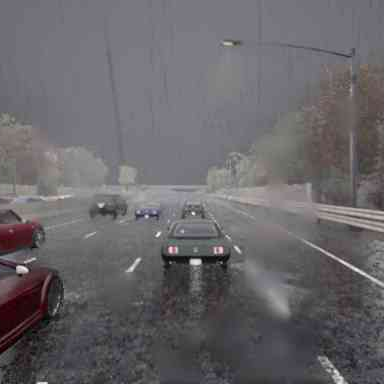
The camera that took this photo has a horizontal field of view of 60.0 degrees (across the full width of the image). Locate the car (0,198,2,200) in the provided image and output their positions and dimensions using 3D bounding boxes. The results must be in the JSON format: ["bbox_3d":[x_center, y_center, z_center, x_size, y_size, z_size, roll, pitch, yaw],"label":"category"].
[{"bbox_3d":[-24.561,1.442,41.598,1.812,1.442,4.674,0,0,0],"label":"car"}]

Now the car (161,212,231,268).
[{"bbox_3d":[0.106,1.573,11.093,1.895,1.301,4.718,0,0,0],"label":"car"}]

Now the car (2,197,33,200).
[{"bbox_3d":[-21.062,1.394,41.582,1.882,1.535,5.008,0,0,0],"label":"car"}]

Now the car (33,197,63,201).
[{"bbox_3d":[-17.567,1.394,41.735,1.882,1.535,5.008,0,0,0],"label":"car"}]

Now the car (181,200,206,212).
[{"bbox_3d":[0.113,1.441,28.725,1.837,1.490,4.892,0,0,0],"label":"car"}]

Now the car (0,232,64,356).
[{"bbox_3d":[-3.399,1.552,4.596,1.994,1.385,4.181,0,0,0],"label":"car"}]

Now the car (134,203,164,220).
[{"bbox_3d":[-3.388,1.540,27.166,1.895,1.301,4.718,0,0,0],"label":"car"}]

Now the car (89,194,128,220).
[{"bbox_3d":[-6.890,1.160,27.837,2.150,2.045,5.566,0,0,0],"label":"car"}]

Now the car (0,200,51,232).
[{"bbox_3d":[-6.895,1.323,11.381,2.097,1.767,4.553,0,0,0],"label":"car"}]
